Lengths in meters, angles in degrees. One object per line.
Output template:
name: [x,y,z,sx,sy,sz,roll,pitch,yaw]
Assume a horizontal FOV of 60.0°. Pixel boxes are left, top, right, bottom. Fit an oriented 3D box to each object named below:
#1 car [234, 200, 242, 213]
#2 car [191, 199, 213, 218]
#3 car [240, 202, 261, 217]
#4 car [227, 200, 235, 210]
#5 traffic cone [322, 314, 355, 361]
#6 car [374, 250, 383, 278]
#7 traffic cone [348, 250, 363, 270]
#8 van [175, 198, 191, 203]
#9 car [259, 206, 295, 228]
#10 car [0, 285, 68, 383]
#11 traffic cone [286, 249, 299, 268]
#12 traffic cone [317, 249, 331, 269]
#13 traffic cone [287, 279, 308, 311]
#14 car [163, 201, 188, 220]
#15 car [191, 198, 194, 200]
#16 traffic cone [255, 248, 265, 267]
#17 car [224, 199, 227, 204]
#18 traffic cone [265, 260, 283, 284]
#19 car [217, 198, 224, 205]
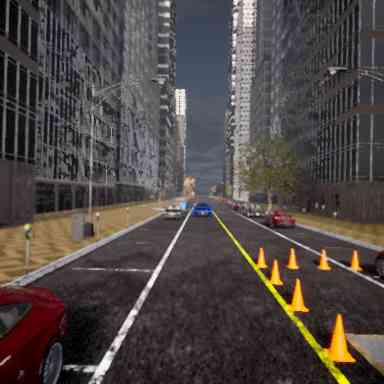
car: [6.974,2.077,42.182,2.008,1.369,4.403,1,0,1]
car: [1.108,1.811,34.809,1.882,1.535,5.008,1,0,1]
car: [6.837,2.029,36.492,2.008,1.369,4.403,1,0,1]
car: [7.250,2.058,53.565,1.967,1.590,4.097,1,0,1]
traffic cone: [2.102,2.047,4.767,0.340,0.580,0.340,1,-1,1]
car: [6.154,1.796,8.038,1.802,1.307,4.206,1,-1,1]
traffic cone: [5.244,2.173,10.692,0.340,0.580,0.340,1,-1,1]
van: [-1.397,1.677,42.391,1.690,1.788,3.998,1,0,1]
car: [6.563,1.958,25.110,1.802,1.307,4.206,1,0,1]
car: [-2.359,1.552,2.553,1.802,1.307,4.206,1,-1,1]
traffic cone: [3.245,2.127,10.741,0.340,0.580,0.340,1,-1,1]
traffic cone: [4.244,2.150,10.716,0.340,0.580,0.340,1,-1,1]
traffic cone: [2.150,2.066,6.767,0.340,0.580,0.340,1,-1,1]
car: [-1.675,1.788,31.007,2.008,1.369,4.403,1,0,1]
car: [-0.171,2.269,93.607,1.887,1.381,4.507,1,0,1]
traffic cone: [2.245,2.104,10.765,0.340,0.580,0.340,1,-1,1]
car: [7.386,2.103,59.255,1.967,1.590,4.097,1,0,1]
traffic cone: [2.198,2.085,8.765,0.340,0.580,0.340,1,-1,1]
car: [7.931,2.380,82.017,1.887,1.381,4.507,1,0,1]
